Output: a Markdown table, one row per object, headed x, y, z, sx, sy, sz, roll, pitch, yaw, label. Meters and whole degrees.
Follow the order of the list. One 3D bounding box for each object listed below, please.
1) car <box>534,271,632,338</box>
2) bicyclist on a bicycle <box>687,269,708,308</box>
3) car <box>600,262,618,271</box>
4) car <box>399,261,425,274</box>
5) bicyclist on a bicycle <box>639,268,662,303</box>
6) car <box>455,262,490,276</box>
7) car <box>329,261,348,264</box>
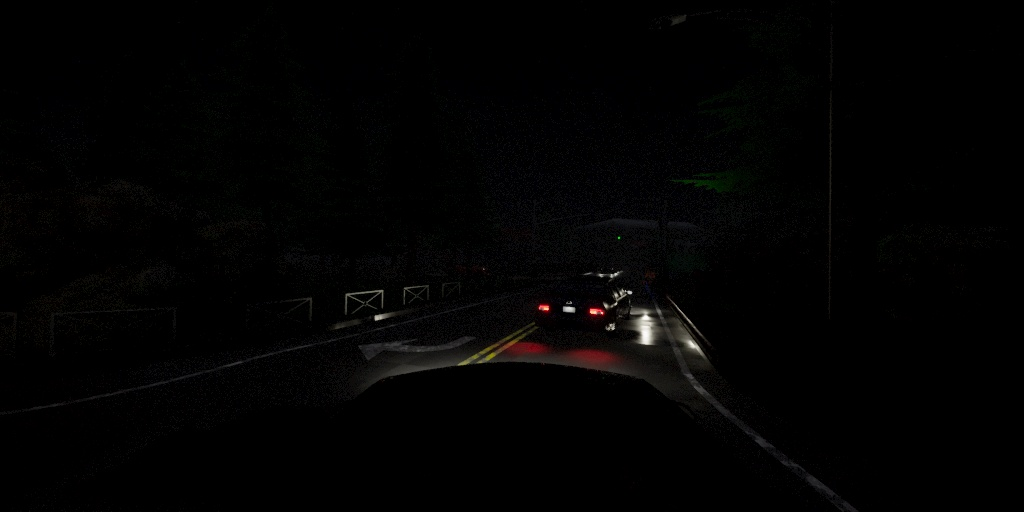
| x | y | z | sx | sy | sz | roll | pitch | yaw | label |
| --- | --- | --- | --- | --- | --- | --- | --- | --- | --- |
| 2.276 | 1.289 | 10.266 | 2.033 | 1.411 | 5.357 | 1 | -1 | 24 | car |
| 7.833 | 1.373 | 15.106 | 1.656 | 1.620 | 0.582 | 1 | -1 | -35 | bicyclist on a bicycle |
| 15.462 | 2.025 | 57.933 | 2.097 | 1.767 | 4.553 | 1 | -1 | 20 | car |
| -13.884 | 1.480 | 47.703 | 4.553 | 1.767 | 2.097 | 1 | -1 | 20 | car |
| 6.384 | 1.361 | 16.485 | 1.656 | 1.620 | 0.582 | 1 | -1 | -32 | bicyclist on a bicycle |
| -4.994 | 1.605 | 44.528 | 4.553 | 1.767 | 2.097 | 1 | -1 | 20 | car |
| -23.289 | 1.526 | 51.321 | 4.674 | 1.442 | 1.812 | 1 | -1 | 23 | car |
